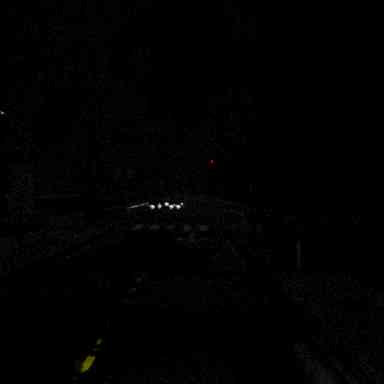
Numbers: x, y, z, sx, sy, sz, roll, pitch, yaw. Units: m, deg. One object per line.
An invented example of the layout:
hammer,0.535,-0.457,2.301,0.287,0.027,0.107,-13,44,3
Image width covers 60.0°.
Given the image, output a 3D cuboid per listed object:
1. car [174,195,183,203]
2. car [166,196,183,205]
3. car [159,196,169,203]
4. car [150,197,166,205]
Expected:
car,-3.048,1.560,74.880,1.882,1.535,5.008,0,0,0
car,-3.040,1.635,59.792,1.994,1.385,4.181,0,0,0
car,-6.298,1.677,74.841,1.895,1.301,4.718,0,0,0
car,-6.290,1.634,59.780,1.994,1.385,4.181,0,0,0
